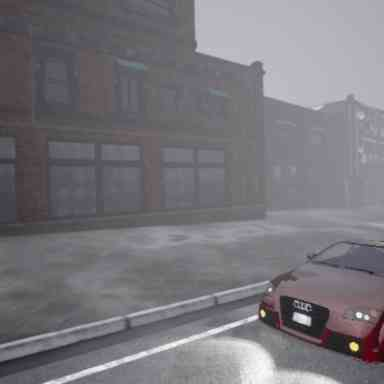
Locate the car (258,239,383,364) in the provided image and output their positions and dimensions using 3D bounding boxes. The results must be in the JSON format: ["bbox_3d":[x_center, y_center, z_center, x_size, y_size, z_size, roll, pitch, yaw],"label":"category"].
[{"bbox_3d":[3.103,1.576,5.830,4.181,1.385,1.994,0,0,-38],"label":"car"}]
